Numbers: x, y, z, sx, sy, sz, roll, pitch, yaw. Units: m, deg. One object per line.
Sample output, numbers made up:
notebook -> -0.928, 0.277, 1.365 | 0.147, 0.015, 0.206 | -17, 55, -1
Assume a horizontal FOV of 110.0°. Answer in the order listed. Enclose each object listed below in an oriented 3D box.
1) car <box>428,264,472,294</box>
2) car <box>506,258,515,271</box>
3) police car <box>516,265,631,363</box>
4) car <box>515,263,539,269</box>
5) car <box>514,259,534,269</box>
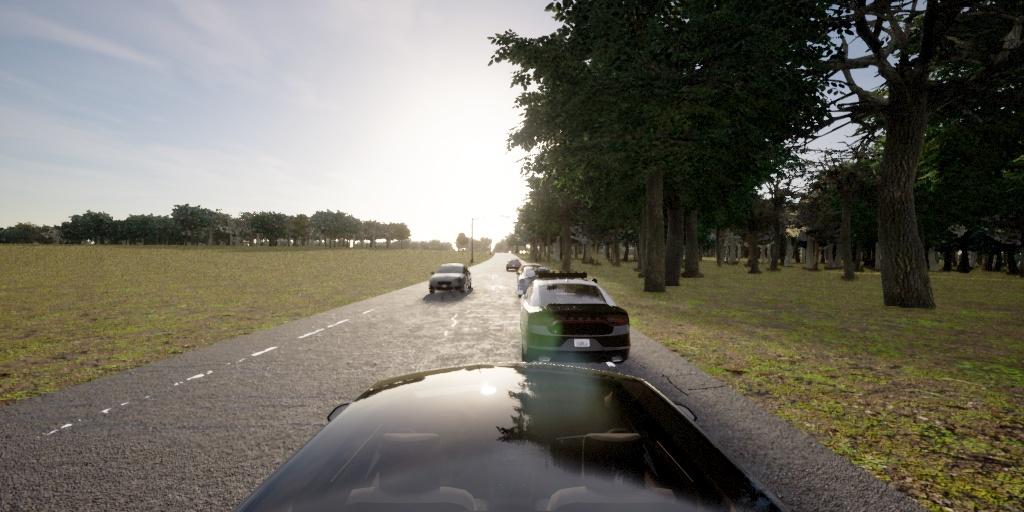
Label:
car -> -3.335, 1.218, 20.132 | 1.837, 1.490, 4.892 | 0, 0, 0
car -> 0.266, 1.147, 46.552 | 1.994, 1.385, 4.181 | 0, 0, 2
police car -> 1.131, 1.168, 8.260 | 1.930, 1.638, 5.238 | 0, 0, 1
car -> 1.210, 1.245, 18.156 | 1.812, 1.442, 4.674 | 0, 0, 0
car -> 1.246, 1.153, 24.349 | 1.801, 1.575, 5.366 | 0, 0, 0
